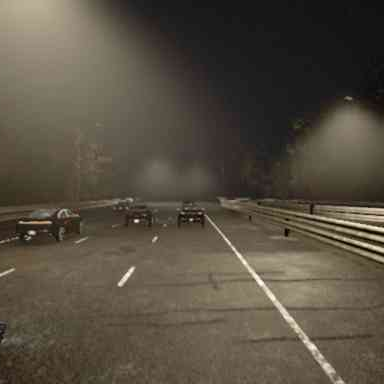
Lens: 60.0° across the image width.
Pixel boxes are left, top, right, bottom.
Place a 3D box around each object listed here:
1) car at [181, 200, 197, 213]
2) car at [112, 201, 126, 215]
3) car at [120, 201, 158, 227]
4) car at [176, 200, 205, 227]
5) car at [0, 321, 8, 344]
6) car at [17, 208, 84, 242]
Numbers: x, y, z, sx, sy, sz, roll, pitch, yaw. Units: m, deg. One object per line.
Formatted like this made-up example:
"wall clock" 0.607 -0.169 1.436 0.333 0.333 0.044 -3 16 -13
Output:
"car" -0.430 1.711 40.761 1.837 1.490 4.892 0 -1 -1
"car" -7.314 1.731 36.195 2.033 1.411 5.357 0 0 -1
"car" -3.580 1.620 23.706 1.837 1.490 4.892 0 0 -1
"car" -0.082 1.606 23.848 2.128 1.511 4.902 0 0 -1
"car" -3.410 1.558 2.005 2.033 1.411 5.357 0 0 0
"car" -6.993 1.573 16.924 2.128 1.511 4.902 0 0 -1
